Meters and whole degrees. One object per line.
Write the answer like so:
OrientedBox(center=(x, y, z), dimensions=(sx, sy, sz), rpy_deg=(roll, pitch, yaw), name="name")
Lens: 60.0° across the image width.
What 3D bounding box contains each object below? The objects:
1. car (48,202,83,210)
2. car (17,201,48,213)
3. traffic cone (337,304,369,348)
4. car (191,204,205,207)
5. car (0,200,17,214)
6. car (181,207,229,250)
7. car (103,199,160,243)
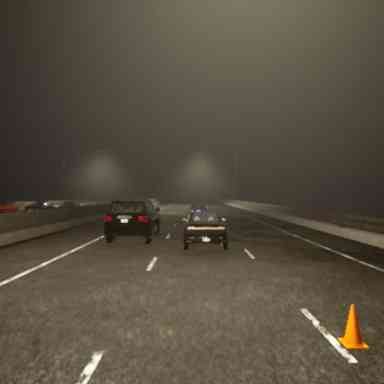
OrientedBox(center=(-13.583, 1.828, 36.980), dimensions=(2.128, 1.511, 4.902), rpy_deg=(0, -1, 0), name="car")
OrientedBox(center=(-17.080, 1.830, 37.433), dimensions=(2.128, 1.511, 4.902), rpy_deg=(0, -1, 0), name="car")
OrientedBox(center=(2.441, 2.006, 5.056), dimensions=(0.340, 0.580, 0.340), rpy_deg=(0, -1, 0), name="traffic cone")
OrientedBox(center=(0.600, 1.859, 33.320), dimensions=(2.033, 1.411, 5.357), rpy_deg=(0, -1, 0), name="car")
OrientedBox(center=(-20.584, 1.673, 35.773), dimensions=(2.097, 1.767, 4.553), rpy_deg=(0, -1, 0), name="car")
OrientedBox(center=(0.554, 1.636, 15.136), dimensions=(2.128, 1.511, 4.902), rpy_deg=(0, -1, 0), name="car")
OrientedBox(center=(-2.942, 1.383, 17.213), dimensions=(2.150, 2.045, 5.566), rpy_deg=(0, -1, 0), name="car")
